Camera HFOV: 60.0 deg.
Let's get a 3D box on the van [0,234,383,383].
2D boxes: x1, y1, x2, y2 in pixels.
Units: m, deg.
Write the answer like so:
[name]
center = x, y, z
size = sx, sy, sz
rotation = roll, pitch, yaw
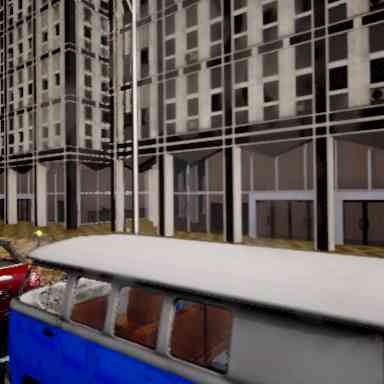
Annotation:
[van]
center = -0.031, 1.358, 2.901
size = 3.998, 1.788, 1.690
rotation = -1, -1, 36
